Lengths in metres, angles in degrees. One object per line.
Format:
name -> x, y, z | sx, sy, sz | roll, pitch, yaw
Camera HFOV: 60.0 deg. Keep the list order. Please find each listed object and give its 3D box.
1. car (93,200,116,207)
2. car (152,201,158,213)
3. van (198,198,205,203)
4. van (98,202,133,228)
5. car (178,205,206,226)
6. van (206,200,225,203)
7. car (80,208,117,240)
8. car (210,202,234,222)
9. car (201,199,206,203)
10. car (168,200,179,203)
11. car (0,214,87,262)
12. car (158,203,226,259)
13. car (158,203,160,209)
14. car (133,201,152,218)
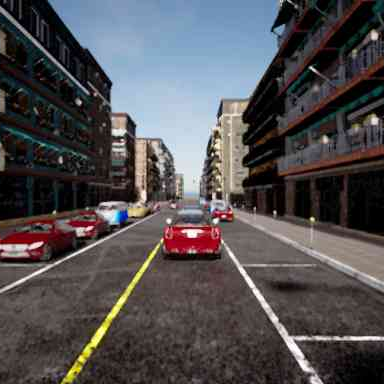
car -> -17.738, 2.303, 67.473 | 4.206, 1.307, 1.802 | 1, -1, 0
car -> -5.697, 2.047, 40.996 | 1.947, 1.339, 4.313 | 0, -1, 0
van -> 2.805, 2.513, 90.189 | 1.690, 1.788, 3.998 | -1, -1, 0
van -> -5.698, 1.615, 24.016 | 1.690, 1.788, 3.998 | 0, -1, 0
car -> 0.007, 1.863, 27.518 | 2.033, 1.411, 5.357 | 0, -1, 0
van -> 2.682, 1.752, 35.311 | 1.690, 1.788, 3.998 | 0, -1, 0
car -> -5.695, 1.788, 18.350 | 1.802, 1.307, 4.206 | 0, -1, 0
car -> 2.684, 1.886, 29.648 | 1.887, 1.381, 4.507 | 0, -1, 0
car -> 2.790, 2.211, 52.288 | 1.802, 1.307, 4.206 | 0, -1, 0
car -> -3.026, 2.220, 57.150 | 1.812, 1.442, 4.674 | 0, -1, 1
car -> -5.695, 1.723, 12.690 | 1.802, 1.307, 4.206 | 0, -1, 0
car -> 0.017, 1.501, 13.407 | 2.097, 1.767, 4.553 | 0, -1, 0
car -> -5.741, 2.019, 48.508 | 1.967, 1.590, 4.097 | 0, -1, 0
car -> -5.697, 1.934, 35.165 | 1.752, 1.417, 4.829 | 0, -1, 0
